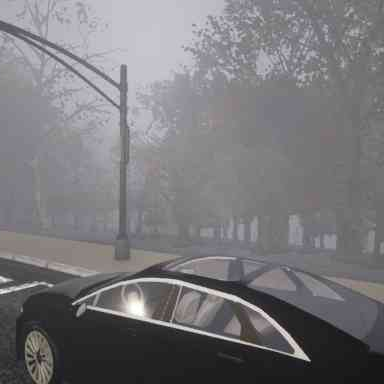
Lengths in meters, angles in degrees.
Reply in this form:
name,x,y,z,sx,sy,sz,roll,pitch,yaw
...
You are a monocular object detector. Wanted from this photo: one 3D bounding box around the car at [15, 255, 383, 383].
name,x,y,z,sx,sy,sz,roll,pitch,yaw
car,-0.017,1.491,3.712,4.902,1.511,2.128,0,0,34
